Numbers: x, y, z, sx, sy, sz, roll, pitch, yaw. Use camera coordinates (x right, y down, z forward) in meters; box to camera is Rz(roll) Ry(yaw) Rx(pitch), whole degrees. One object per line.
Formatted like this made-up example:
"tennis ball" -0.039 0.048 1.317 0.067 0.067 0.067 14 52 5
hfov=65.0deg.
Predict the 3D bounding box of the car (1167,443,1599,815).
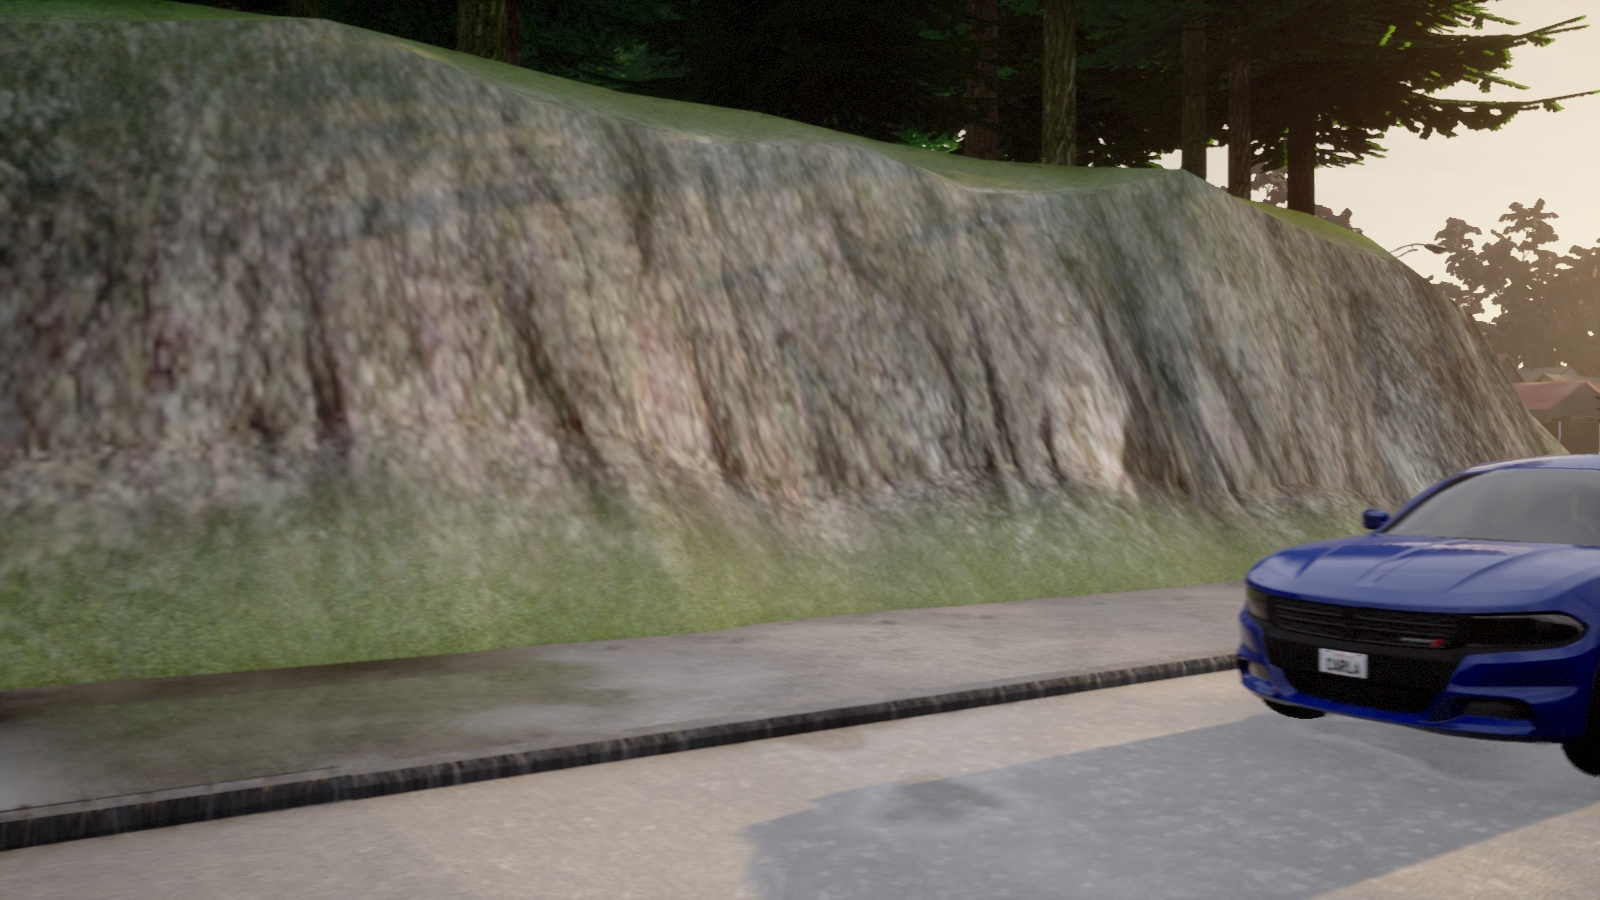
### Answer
"car" 4.571 0.743 7.369 5.008 1.535 1.882 0 0 -34
